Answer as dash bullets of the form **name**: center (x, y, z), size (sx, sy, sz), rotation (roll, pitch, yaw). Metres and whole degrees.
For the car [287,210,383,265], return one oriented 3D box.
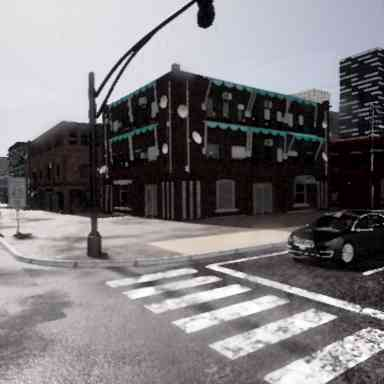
- **car**: center (5.333, 1.418, 11.481), size (4.892, 1.490, 1.837), rotation (-1, 0, -35)
